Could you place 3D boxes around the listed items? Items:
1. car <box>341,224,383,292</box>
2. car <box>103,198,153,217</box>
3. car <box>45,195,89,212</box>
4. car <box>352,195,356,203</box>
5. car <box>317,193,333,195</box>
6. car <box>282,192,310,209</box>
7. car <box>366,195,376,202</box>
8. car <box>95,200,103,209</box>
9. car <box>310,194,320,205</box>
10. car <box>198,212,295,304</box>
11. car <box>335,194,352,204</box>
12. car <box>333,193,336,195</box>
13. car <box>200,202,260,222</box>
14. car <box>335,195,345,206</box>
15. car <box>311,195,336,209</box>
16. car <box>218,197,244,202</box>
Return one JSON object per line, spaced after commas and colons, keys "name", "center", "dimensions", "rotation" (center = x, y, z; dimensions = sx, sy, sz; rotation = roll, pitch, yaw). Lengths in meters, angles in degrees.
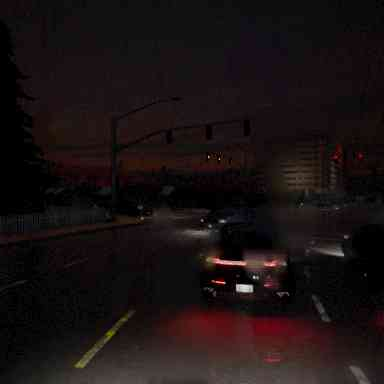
{"name": "car", "center": [5.200, 1.547, 8.624], "dimensions": [2.033, 1.411, 5.357], "rotation": [0, 0, 16]}
{"name": "car", "center": [-5.921, 1.407, 32.067], "dimensions": [4.553, 1.767, 2.097], "rotation": [0, 0, 32]}
{"name": "car", "center": [-14.042, 1.277, 37.155], "dimensions": [5.566, 2.045, 2.150], "rotation": [0, 0, 32]}
{"name": "car", "center": [33.517, 1.355, 70.846], "dimensions": [2.097, 1.767, 4.553], "rotation": [0, 0, 32]}
{"name": "car", "center": [24.583, 1.221, 63.053], "dimensions": [2.150, 2.045, 5.566], "rotation": [0, 0, 32]}
{"name": "car", "center": [14.393, 1.221, 46.672], "dimensions": [2.150, 2.045, 5.566], "rotation": [0, 0, 32]}
{"name": "car", "center": [41.553, 1.525, 77.212], "dimensions": [2.128, 1.511, 4.902], "rotation": [0, 0, 32]}
{"name": "car", "center": [-9.008, 1.547, 38.135], "dimensions": [4.902, 1.511, 2.128], "rotation": [0, 0, 32]}
{"name": "car", "center": [19.508, 1.526, 54.940], "dimensions": [1.812, 1.442, 4.674], "rotation": [0, 0, 32]}
{"name": "car", "center": [1.448, 1.492, 8.258], "dimensions": [2.128, 1.511, 4.902], "rotation": [0, 0, 12]}
{"name": "car", "center": [28.132, 1.601, 62.131], "dimensions": [1.895, 1.301, 4.718], "rotation": [0, 0, 32]}
{"name": "car", "center": [30.051, 1.225, 71.894], "dimensions": [2.150, 2.045, 5.566], "rotation": [0, 0, 32]}
{"name": "car", "center": [2.605, 1.559, 20.819], "dimensions": [2.033, 1.411, 5.357], "rotation": [0, -1, 37]}
{"name": "car", "center": [23.242, 1.601, 54.325], "dimensions": [1.895, 1.301, 4.718], "rotation": [0, 0, 32]}
{"name": "car", "center": [18.457, 1.526, 46.579], "dimensions": [1.812, 1.442, 4.674], "rotation": [0, 0, 32]}
{"name": "car", "center": [3.992, 1.399, 38.482], "dimensions": [4.553, 1.767, 2.097], "rotation": [-1, 0, 32]}
